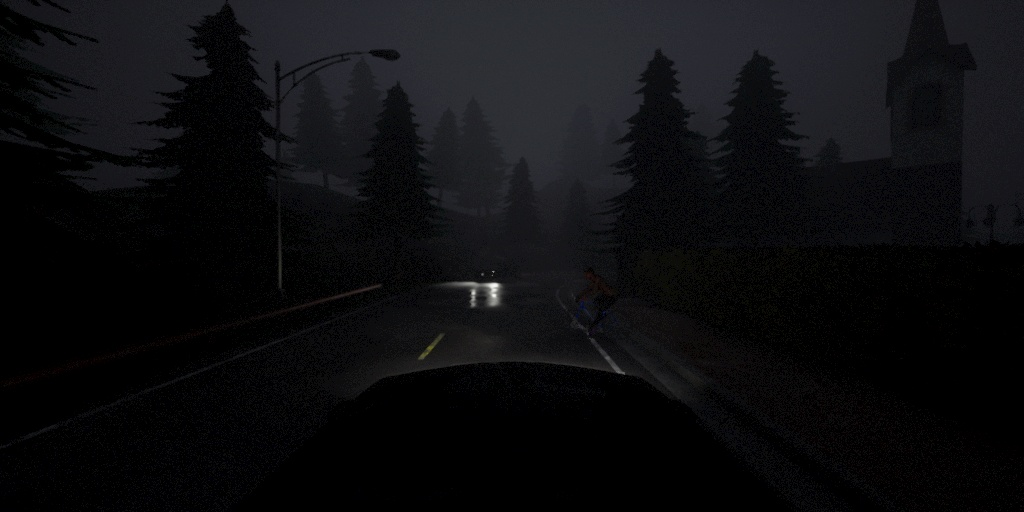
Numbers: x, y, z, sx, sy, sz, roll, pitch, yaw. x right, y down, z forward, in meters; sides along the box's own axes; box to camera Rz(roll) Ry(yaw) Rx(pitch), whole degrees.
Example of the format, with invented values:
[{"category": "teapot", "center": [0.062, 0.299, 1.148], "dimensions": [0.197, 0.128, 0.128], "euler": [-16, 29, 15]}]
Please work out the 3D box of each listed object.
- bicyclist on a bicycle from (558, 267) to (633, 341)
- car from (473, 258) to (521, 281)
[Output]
[{"category": "bicyclist on a bicycle", "center": [1.845, 1.064, 7.912], "dimensions": [1.656, 1.620, 0.582], "euler": [1, 1, 1]}, {"category": "car", "center": [-0.909, 0.914, 25.166], "dimensions": [1.837, 1.490, 4.892], "euler": [0, 1, 24]}]
